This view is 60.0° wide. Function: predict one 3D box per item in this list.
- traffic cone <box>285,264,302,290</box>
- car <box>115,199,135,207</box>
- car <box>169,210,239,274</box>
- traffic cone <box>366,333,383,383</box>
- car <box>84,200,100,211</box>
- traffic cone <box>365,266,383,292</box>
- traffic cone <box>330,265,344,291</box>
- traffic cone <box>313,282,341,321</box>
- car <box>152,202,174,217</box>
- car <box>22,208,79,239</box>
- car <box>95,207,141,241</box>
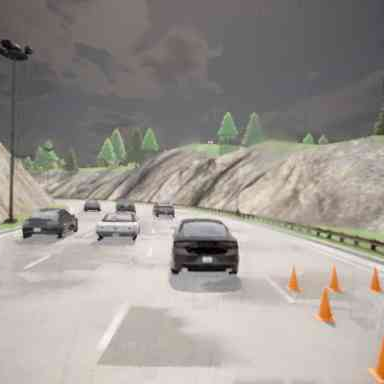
[{"bbox_3d":[2.510,2.079,8.213,0.340,0.580,0.340,1,-1,1],"label":"traffic cone"},{"bbox_3d":[-7.765,1.571,38.579,2.097,1.767,4.553,1,-1,-15],"label":"car"},{"bbox_3d":[0.281,1.586,10.961,1.882,1.535,5.008,1,0,-3],"label":"car"},{"bbox_3d":[2.461,2.041,4.213,0.340,0.580,0.340,1,-1,1],"label":"traffic cone"},{"bbox_3d":[-13.213,1.734,43.934,1.994,1.385,4.181,1,-1,-19],"label":"car"},{"bbox_3d":[4.510,2.116,8.188,0.340,0.580,0.340,1,-1,1],"label":"traffic cone"},{"bbox_3d":[3.510,2.097,8.200,0.340,0.580,0.340,1,-1,1],"label":"traffic cone"},{"bbox_3d":[2.486,2.060,6.213,0.340,0.580,0.340,1,-1,1],"label":"traffic cone"},{"bbox_3d":[-2.976,1.757,34.043,2.128,1.511,4.902,1,0,-13],"label":"car"},{"bbox_3d":[-7.206,1.556,17.259,1.812,1.442,4.674,1,-1,-6],"label":"car"},{"bbox_3d":[-3.696,1.697,17.394,1.895,1.301,4.718,1,-1,-6],"label":"car"}]
